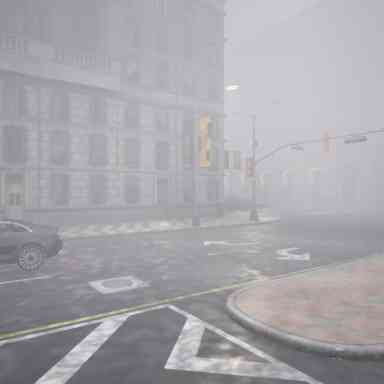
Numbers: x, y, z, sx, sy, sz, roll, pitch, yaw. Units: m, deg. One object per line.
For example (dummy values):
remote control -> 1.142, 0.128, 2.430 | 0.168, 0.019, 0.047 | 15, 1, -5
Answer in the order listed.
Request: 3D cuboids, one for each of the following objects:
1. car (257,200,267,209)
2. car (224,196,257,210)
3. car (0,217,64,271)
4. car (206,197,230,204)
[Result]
car -> 7.850, 1.547, 45.840 | 2.033, 1.411, 5.357 | 0, 0, -36
car -> 5.665, 1.351, 42.887 | 2.097, 1.767, 4.553 | 0, 0, -36
car -> -6.229, 1.491, 9.380 | 4.902, 1.511, 2.128 | 0, 0, -35
car -> 4.851, 1.600, 62.565 | 1.895, 1.301, 4.718 | 0, 0, -35
